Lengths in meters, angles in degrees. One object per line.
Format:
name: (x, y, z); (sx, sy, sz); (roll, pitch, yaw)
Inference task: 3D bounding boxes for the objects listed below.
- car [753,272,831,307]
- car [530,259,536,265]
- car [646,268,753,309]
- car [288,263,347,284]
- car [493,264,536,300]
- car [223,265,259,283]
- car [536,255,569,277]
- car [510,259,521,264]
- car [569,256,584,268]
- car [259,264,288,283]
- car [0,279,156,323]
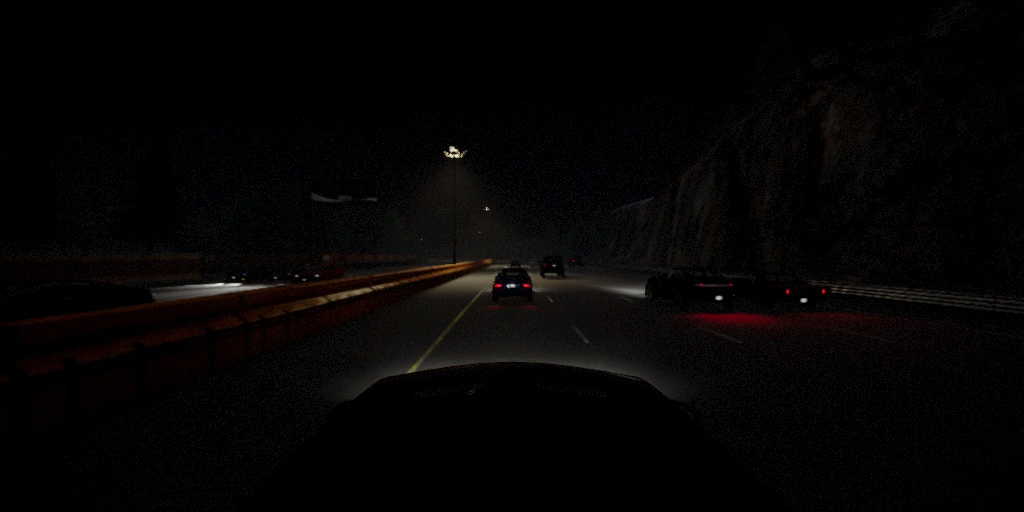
car: (10.615, 1.324, 15.257); (1.895, 1.301, 4.718); (0, 0, 0)
car: (4.165, 1.280, 63.713); (1.812, 1.442, 4.674); (0, 0, 1)
car: (7.115, 1.225, 14.739); (2.128, 1.511, 4.902); (0, 0, 0)
car: (-13.918, 1.322, 26.421); (1.812, 1.442, 4.674); (0, 0, 1)
car: (0.062, 1.301, 17.606); (2.033, 1.411, 5.357); (0, 0, 1)
car: (-20.866, 1.428, 28.877); (1.994, 1.385, 4.181); (0, 0, 1)
car: (3.807, 0.969, 34.808); (2.150, 2.045, 5.566); (0, 0, 1)
car: (0.666, 1.290, 63.844); (1.812, 1.442, 4.674); (0, 0, 1)
car: (11.153, 0.955, 62.896); (2.150, 2.045, 5.566); (0, 0, 1)
car: (-17.366, 1.339, 28.835); (2.128, 1.511, 4.902); (0, 0, 1)
car: (-10.592, 1.274, 7.669); (2.128, 1.511, 4.902); (0, 0, 0)
